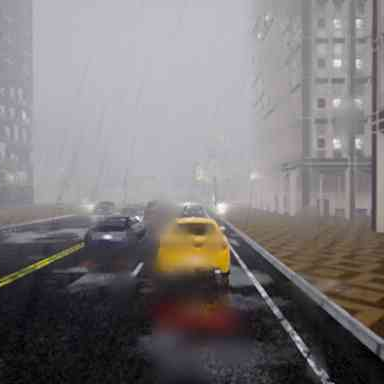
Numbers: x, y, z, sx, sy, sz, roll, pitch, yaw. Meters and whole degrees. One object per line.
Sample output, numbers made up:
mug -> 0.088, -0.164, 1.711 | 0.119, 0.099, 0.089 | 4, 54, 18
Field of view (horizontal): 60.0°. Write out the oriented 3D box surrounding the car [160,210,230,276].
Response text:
car -> 0.079, 1.556, 10.693 | 1.882, 1.535, 5.008 | 0, 0, 0

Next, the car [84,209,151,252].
car -> -3.161, 1.670, 14.474 | 1.994, 1.385, 4.181 | 0, 0, 0

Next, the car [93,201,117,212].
car -> -9.846, 1.774, 38.042 | 1.837, 1.490, 4.892 | 0, 0, 0

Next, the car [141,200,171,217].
car -> -3.158, 1.575, 31.057 | 2.097, 1.767, 4.553 | 0, 0, 0

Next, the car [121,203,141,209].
car -> -6.598, 1.863, 36.912 | 1.895, 1.301, 4.718 | 0, 0, 0

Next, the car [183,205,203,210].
car -> 0.092, 1.816, 29.861 | 1.895, 1.301, 4.718 | 0, 0, 0
